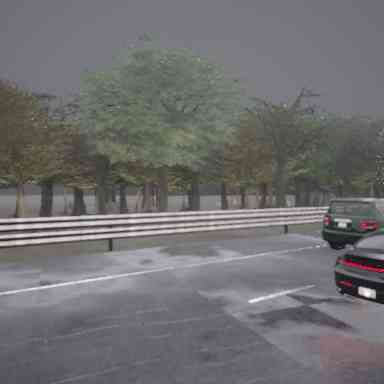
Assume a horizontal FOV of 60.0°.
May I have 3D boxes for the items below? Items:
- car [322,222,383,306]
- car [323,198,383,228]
[{"bbox_3d":[5.074,1.525,7.221,4.892,1.490,1.837,0,0,-34],"label":"car"},{"bbox_3d":[7.463,1.251,13.071,5.566,2.045,2.150,0,0,-34],"label":"car"}]
